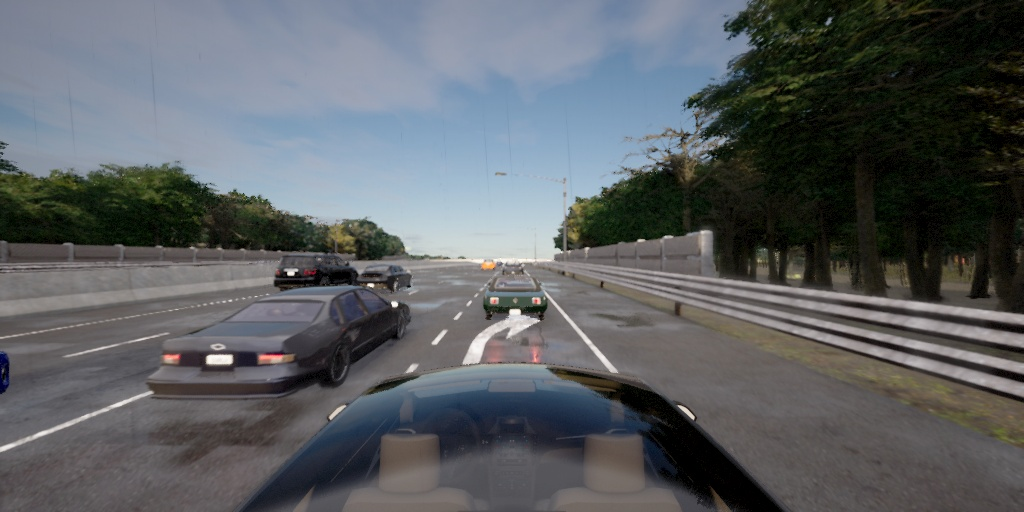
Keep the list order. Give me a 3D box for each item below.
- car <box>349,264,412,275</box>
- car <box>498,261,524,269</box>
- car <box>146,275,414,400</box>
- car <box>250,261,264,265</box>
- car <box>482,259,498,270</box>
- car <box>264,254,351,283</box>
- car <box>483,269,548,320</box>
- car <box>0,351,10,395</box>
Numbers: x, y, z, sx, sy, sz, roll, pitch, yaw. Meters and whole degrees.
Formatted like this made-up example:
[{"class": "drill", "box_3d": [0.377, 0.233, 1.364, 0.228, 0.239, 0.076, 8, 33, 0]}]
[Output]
[{"class": "car", "box_3d": [-6.905, 1.195, 19.942, 1.837, 1.490, 4.892, 0, 0, 0]}, {"class": "car", "box_3d": [0.092, 1.209, 32.355, 2.128, 1.511, 4.902, 0, 0, 0]}, {"class": "car", "box_3d": [-3.501, 1.276, 6.799, 2.033, 1.411, 5.357, 0, 0, 0]}, {"class": "car", "box_3d": [-31.577, 1.315, 45.729, 2.128, 1.511, 4.902, 0, -1, 0]}, {"class": "car", "box_3d": [-3.514, 1.292, 55.444, 2.097, 1.767, 4.553, 0, -1, 0]}, {"class": "car", "box_3d": [-10.405, 0.912, 19.555, 2.150, 2.045, 5.566, 0, 0, 0]}, {"class": "car", "box_3d": [0.097, 1.305, 12.446, 1.895, 1.301, 4.718, 0, 0, 0]}, {"class": "car", "box_3d": [-6.900, 0.972, 1.665, 2.150, 2.045, 5.566, 0, 0, 0]}]
